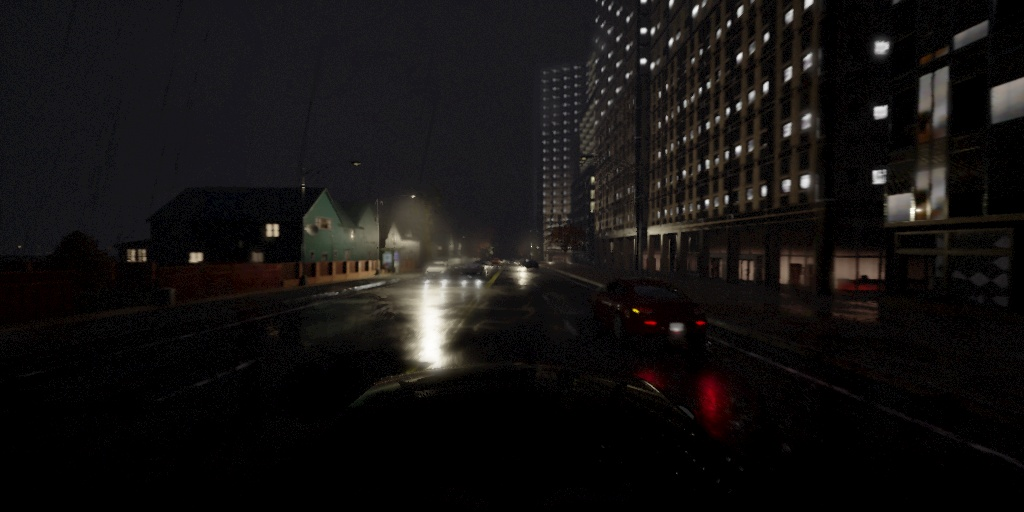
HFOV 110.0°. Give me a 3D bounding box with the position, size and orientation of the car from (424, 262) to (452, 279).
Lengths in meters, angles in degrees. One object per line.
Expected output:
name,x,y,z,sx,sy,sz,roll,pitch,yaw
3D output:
car,-6.570,1.290,32.502,1.812,1.442,4.674,0,0,0

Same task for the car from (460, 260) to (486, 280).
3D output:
car,-3.328,1.312,31.518,2.033,1.411,5.357,0,0,0

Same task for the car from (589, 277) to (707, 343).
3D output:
car,3.352,1.276,9.594,1.812,1.442,4.674,0,0,0

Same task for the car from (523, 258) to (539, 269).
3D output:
car,3.262,1.369,57.511,1.994,1.385,4.181,0,0,0
